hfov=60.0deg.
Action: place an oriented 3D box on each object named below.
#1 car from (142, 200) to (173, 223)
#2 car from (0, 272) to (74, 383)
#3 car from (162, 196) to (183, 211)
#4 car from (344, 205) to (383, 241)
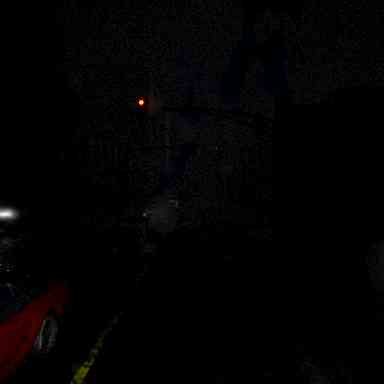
[{"bbox_3d":[-2.812,1.643,26.569,1.812,1.442,4.674,0,0,0],"label":"car"},{"bbox_3d":[-2.848,1.603,3.177,1.895,1.301,4.718,0,0,0],"label":"car"},{"bbox_3d":[-2.778,1.502,44.736,2.150,2.045,5.566,0,-1,0],"label":"car"},{"bbox_3d":[10.842,1.641,17.862,5.009,1.841,2.192,1,-1,0],"label":"car"}]
